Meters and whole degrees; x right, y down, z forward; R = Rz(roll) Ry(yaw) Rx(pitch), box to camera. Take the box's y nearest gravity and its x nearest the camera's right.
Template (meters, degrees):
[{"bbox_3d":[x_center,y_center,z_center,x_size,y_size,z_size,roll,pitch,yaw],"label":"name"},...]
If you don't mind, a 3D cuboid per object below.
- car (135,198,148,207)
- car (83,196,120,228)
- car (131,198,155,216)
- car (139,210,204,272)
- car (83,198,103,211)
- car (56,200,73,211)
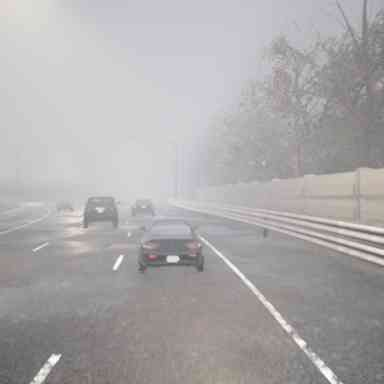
[{"bbox_3d":[-8.054,1.682,53.241,1.895,1.301,4.718,0,0,-6],"label":"car"},{"bbox_3d":[-6.228,1.267,23.103,2.150,2.045,5.566,0,0,-13],"label":"car"},{"bbox_3d":[-4.878,1.401,32.750,2.097,1.767,4.553,0,0,-12],"label":"car"},{"bbox_3d":[-0.718,1.539,10.750,1.812,1.442,4.674,0,0,-6],"label":"car"},{"bbox_3d":[-12.993,1.568,43.463,1.882,1.535,5.008,0,0,-23],"label":"car"},{"bbox_3d":[-15.959,1.648,41.676,2.033,1.411,5.357,0,0,-24],"label":"car"}]
